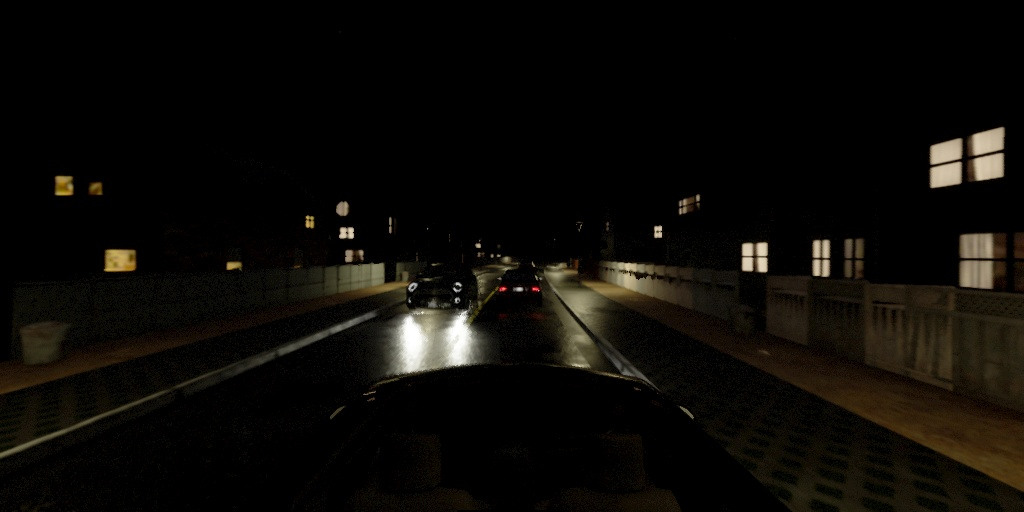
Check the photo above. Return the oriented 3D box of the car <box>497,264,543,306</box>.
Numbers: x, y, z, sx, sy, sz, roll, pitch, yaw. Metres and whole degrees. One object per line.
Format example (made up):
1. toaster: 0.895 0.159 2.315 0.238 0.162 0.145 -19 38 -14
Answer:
1. car: 0.352 1.266 15.616 2.033 1.411 5.357 0 0 2

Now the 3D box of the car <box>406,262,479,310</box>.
1. car: -2.607 1.070 14.331 2.097 1.767 4.553 0 0 2

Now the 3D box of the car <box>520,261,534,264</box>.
1. car: 1.546 1.196 36.934 1.812 1.442 4.674 0 0 4
